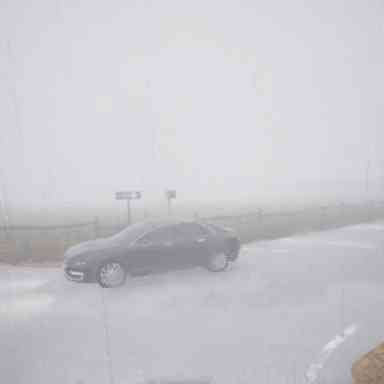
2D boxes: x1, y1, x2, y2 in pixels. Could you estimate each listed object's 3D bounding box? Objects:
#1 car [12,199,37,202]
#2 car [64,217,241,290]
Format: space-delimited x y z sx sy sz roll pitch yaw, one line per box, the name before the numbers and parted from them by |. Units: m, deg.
car | -38.875 2.359 78.350 4.611 1.667 2.242 -2 0 -39
car | -0.943 1.514 9.213 4.892 1.490 1.837 -1 1 -27
